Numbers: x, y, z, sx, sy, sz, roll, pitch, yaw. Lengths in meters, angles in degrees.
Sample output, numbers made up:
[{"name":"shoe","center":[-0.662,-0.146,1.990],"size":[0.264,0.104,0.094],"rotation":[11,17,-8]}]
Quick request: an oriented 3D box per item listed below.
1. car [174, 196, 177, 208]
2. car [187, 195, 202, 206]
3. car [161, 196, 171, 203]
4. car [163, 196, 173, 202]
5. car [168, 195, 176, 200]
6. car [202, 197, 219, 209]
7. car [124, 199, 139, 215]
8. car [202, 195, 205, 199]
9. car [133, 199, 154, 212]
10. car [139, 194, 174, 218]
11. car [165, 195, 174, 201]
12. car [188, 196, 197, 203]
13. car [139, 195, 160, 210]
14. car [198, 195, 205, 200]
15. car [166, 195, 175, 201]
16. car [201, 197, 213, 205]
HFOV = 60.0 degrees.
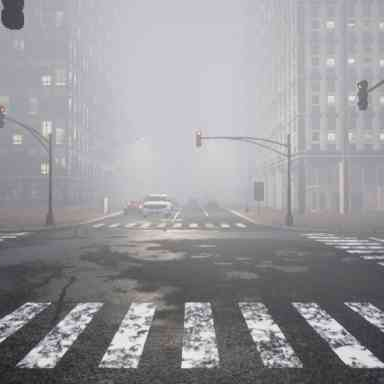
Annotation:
[{"name":"car","center":[-3.098,1.541,40.219],"size":[1.812,1.442,4.674],"rotation":[0,0,0]},{"name":"car","center":[0.112,1.568,54.815],"size":[2.033,1.411,5.357],"rotation":[0,0,-1]},{"name":"car","center":[-5.676,1.573,72.758],"size":[1.887,1.381,4.507],"rotation":[1,0,0]},{"name":"car","center":[-5.676,1.582,78.333],"size":[2.008,1.369,4.403],"rotation":[1,0,0]},{"name":"car","center":[-5.677,1.605,95.058],"size":[1.947,1.339,4.313],"rotation":[1,0,0]},{"name":"car","center":[2.703,1.599,44.944],"size":[1.802,1.307,4.206],"rotation":[1,0,0]},{"name":"car","center":[-5.674,1.453,33.732],"size":[1.967,1.590,4.097],"rotation":[1,0,0]},{"name":"car","center":[2.704,1.547,56.270],"size":[1.752,1.417,4.829],"rotation":[1,0,0]},{"name":"car","center":[-5.677,1.597,39.307],"size":[1.802,1.307,4.206],"rotation":[1,0,0]},{"name":"car","center":[-3.098,1.233,30.297],"size":[2.150,2.045,5.566],"rotation":[0,0,0]},{"name":"car","center":[-5.676,1.578,83.908],"size":[1.887,1.381,4.507],"rotation":[1,0,0]},{"name":"car","center":[0.077,1.589,70.951],"size":[1.994,1.385,4.181],"rotation":[0,0,0]},{"name":"car","center":[-5.672,1.332,44.882],"size":[2.192,1.841,5.009],"rotation":[1,0,0]},{"name":"car","center":[2.704,1.583,95.140],"size":[1.887,1.381,4.507],"rotation":[1,0,0]},{"name":"car","center":[-5.676,1.587,89.483],"size":[2.008,1.369,4.403],"rotation":[1,0,0]},{"name":"car","center":[2.703,1.590,61.677],"size":[1.947,1.339,4.313],"rotation":[1,0,0]}]
